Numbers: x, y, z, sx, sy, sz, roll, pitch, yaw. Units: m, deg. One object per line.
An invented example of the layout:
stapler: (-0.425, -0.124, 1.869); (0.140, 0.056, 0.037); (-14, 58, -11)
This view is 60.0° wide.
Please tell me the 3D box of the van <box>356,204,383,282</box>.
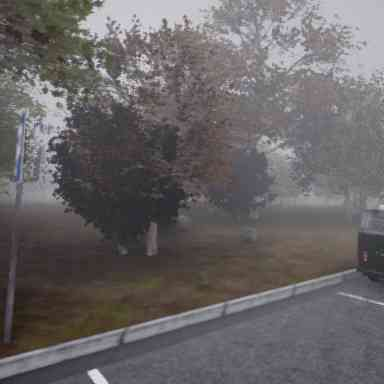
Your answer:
van: (6.176, 1.245, 8.432); (4.442, 1.987, 1.878); (0, 1, -33)
